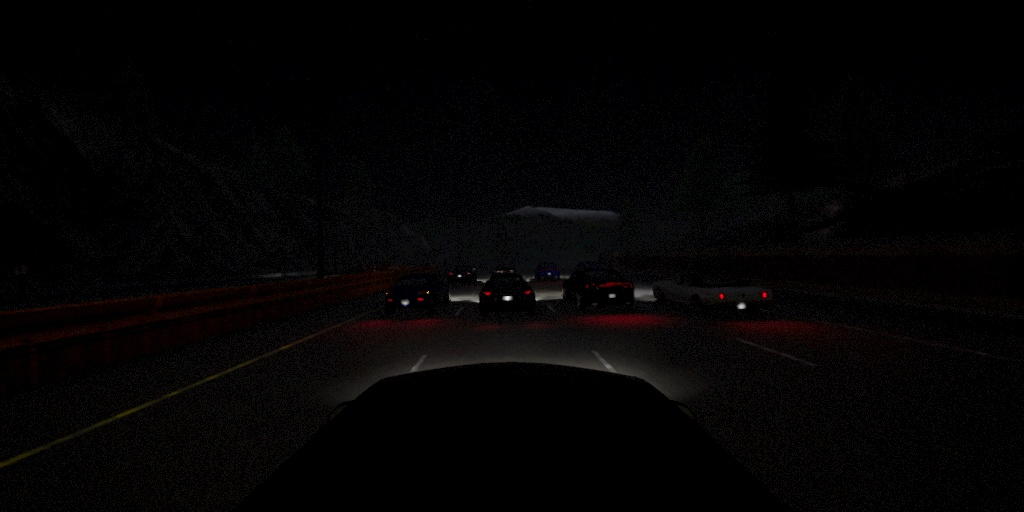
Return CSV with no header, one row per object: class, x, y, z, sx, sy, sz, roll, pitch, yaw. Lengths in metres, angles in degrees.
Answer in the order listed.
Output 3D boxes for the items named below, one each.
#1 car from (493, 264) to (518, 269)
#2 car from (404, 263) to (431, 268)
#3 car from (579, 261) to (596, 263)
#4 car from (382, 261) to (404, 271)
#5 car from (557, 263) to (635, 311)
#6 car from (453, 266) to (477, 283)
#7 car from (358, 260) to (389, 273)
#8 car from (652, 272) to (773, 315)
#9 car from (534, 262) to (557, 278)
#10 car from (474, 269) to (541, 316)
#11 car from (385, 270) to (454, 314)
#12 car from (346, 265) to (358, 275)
car,-0.541,1.360,29.190,2.128,1.511,4.902,-1,0,0
car,-13.093,1.739,51.549,2.128,1.511,4.902,-1,0,8
car,6.475,1.188,30.944,1.882,1.535,5.008,-1,0,1
car,-16.505,1.809,52.448,1.882,1.535,5.008,-1,0,9
car,3.285,1.200,14.440,1.882,1.535,5.008,-1,-1,-1
car,-4.026,1.515,29.703,1.994,1.385,4.181,-1,0,0
car,-19.940,1.637,53.321,2.150,2.045,5.566,-1,0,9
car,6.825,1.234,12.959,1.895,1.301,4.718,-1,0,-1
car,2.978,1.269,30.837,1.882,1.535,5.008,-1,0,1
car,-0.194,1.363,13.736,1.994,1.385,4.181,-1,0,-1
car,-3.718,1.412,14.536,1.812,1.442,4.674,-1,0,-2
car,-23.266,2.061,54.432,1.994,1.385,4.181,-1,0,9
